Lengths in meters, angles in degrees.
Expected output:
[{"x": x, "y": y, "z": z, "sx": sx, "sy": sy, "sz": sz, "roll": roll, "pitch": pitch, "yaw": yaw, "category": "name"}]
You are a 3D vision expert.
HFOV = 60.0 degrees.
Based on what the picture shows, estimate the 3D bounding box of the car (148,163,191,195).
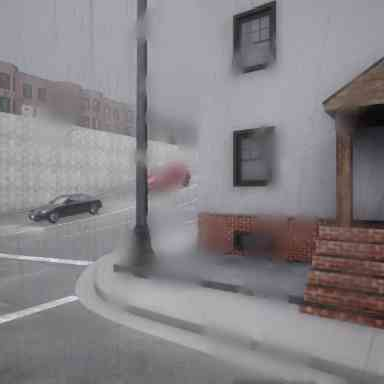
[{"x": -2.304, "y": -1.185, "z": 28.660, "sx": 2.150, "sy": 2.045, "sz": 5.566, "roll": 0, "pitch": 13, "yaw": 34, "category": "car"}]

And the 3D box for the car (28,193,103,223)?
[{"x": -7.781, "y": 0.875, "z": 20.829, "sx": 1.812, "sy": 1.442, "sz": 4.674, "roll": 0, "pitch": 7, "yaw": 35, "category": "car"}]
